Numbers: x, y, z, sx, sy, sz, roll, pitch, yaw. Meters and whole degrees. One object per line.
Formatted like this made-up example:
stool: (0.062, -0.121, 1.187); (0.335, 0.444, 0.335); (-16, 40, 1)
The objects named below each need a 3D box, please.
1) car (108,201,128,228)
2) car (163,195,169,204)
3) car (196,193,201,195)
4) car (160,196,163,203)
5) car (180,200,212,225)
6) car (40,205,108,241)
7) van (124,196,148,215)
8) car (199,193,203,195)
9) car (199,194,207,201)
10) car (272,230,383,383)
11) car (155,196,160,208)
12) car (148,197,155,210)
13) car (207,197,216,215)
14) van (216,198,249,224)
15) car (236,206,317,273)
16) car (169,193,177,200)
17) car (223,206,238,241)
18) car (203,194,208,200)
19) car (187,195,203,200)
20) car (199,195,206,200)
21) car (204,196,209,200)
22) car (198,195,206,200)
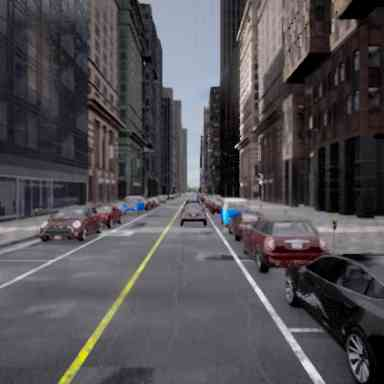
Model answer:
car: (-5.765, 1.530, 21.866); (1.887, 1.381, 4.507); (0, 0, 0)
car: (-5.764, 1.399, 61.082); (1.967, 1.590, 4.097); (0, 0, 0)
car: (2.761, 1.264, 77.894); (2.192, 1.841, 5.009); (0, 0, 0)
car: (-5.764, 1.492, 49.707); (1.752, 1.417, 4.829); (0, 0, 0)
car: (0.100, 1.531, 23.945); (2.033, 1.411, 5.357); (0, 0, 0)
car: (-5.766, 1.429, 16.264); (1.967, 1.590, 4.097); (0, 0, 0)
van: (-5.765, 1.318, 33.071); (1.690, 1.788, 3.998); (0, 0, 0)
car: (2.762, 1.500, 66.690); (1.887, 1.381, 4.507); (0, 0, 0)
car: (2.762, 1.386, 83.496); (1.967, 1.590, 4.097); (0, 0, 0)
car: (2.760, 1.562, 5.071); (1.947, 1.339, 4.313); (0, 0, 0)
car: (-5.764, 1.515, 44.275); (1.887, 1.381, 4.507); (0, 0, 0)
car: (-5.765, 1.518, 38.673); (1.887, 1.381, 4.507); (0, 0, 0)
car: (2.761, 1.522, 33.079); (1.887, 1.381, 4.507); (0, 0, 0)
van: (2.760, 1.326, 21.875); (1.690, 1.788, 3.998); (0, 0, 0)
car: (2.759, 1.432, 10.672); (1.967, 1.590, 4.097); (0, 0, 0)
car: (-5.763, 1.488, 89.092); (1.887, 1.381, 4.507); (0, 0, 0)
car: (2.760, 1.570, 16.274); (1.802, 1.307, 4.206); (0, 0, 0)
car: (2.760, 1.410, 44.283); (1.967, 1.590, 4.097); (0, 0, 0)
car: (0.100, 1.473, 42.696); (1.837, 1.490, 4.892); (0, -1, 0)
car: (2.762, 1.509, 89.097); (1.947, 1.339, 4.313); (0, 0, 0)
car: (2.761, 1.518, 38.682); (1.887, 1.381, 4.507); (0, 0, 0)
car: (2.763, 1.491, 94.699); (2.008, 1.369, 4.403); (0, 0, 0)
